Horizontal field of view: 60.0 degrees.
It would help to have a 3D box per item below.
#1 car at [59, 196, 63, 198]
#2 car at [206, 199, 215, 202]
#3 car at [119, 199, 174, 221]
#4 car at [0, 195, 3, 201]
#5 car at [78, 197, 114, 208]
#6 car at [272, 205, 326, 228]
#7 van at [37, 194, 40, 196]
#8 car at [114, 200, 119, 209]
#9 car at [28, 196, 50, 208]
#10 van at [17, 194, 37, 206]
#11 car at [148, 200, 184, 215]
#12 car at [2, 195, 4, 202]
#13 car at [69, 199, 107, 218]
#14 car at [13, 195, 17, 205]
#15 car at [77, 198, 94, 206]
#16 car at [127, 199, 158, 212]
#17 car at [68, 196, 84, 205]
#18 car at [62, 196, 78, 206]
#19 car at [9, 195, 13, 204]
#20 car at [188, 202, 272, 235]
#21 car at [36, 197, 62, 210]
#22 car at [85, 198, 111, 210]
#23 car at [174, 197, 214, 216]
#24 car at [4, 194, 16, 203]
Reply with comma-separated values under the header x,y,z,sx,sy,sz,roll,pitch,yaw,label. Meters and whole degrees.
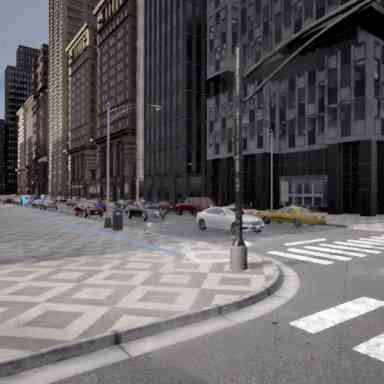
x,y,z,sx,sy,sz,roll,pitch,yaw,label
-28.764,1.667,73.025,1.967,1.590,4.097,0,0,-35,car
3.487,1.592,27.432,1.752,1.417,4.829,0,0,-35,car
-3.944,1.550,27.795,2.128,1.511,4.902,0,0,-35,car
-45.421,1.690,81.811,1.967,1.590,4.097,0,0,-35,car
-11.064,1.570,37.885,1.882,1.535,5.008,0,0,-35,car
6.722,1.577,22.859,1.752,1.417,4.829,0,0,-35,car
-38.470,1.621,86.746,1.690,1.788,3.998,0,0,-35,van
-9.355,1.679,45.586,2.008,1.369,4.403,0,0,-35,car
-22.775,1.712,49.796,1.802,1.307,4.206,0,0,-35,car
-29.246,1.504,58.944,1.690,1.788,3.998,0,0,-35,van
-2.885,1.642,36.440,1.887,1.381,4.507,0,0,-35,car
-42.186,1.814,77.237,1.802,1.307,4.206,0,0,-35,car
-9.835,1.612,31.502,1.887,1.381,4.507,0,0,-35,car
-32.382,1.705,63.378,1.752,1.417,4.829,0,0,-35,car
-19.060,1.759,59.306,1.802,1.307,4.206,0,0,-35,car
-6.218,1.638,41.152,1.752,1.417,4.829,0,0,-35,car
-22.294,1.634,63.879,1.967,1.590,4.097,0,0,-35,car
-19.193,1.704,54.714,2.033,1.411,5.357,0,0,-35,car
-35.715,1.779,68.090,1.802,1.307,4.206,0,0,-35,car
2.054,1.556,19.273,1.812,1.442,4.674,0,0,-37,car
-19.540,1.696,45.223,1.802,1.307,4.206,0,0,-35,car
-13.142,1.604,46.248,1.882,1.535,5.008,0,0,-35,car
0.350,1.397,31.867,2.192,1.841,5.009,0,0,-35,car
-38.951,1.529,72.665,2.192,1.841,5.009,0,0,-35,car
